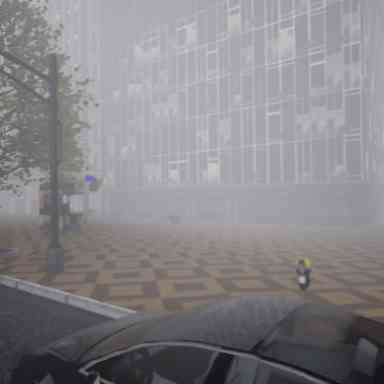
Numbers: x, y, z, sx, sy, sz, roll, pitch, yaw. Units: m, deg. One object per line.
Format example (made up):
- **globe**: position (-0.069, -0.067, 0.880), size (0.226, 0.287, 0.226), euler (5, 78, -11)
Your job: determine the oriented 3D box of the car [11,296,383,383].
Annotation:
- **car**: position (0.316, 1.580, 2.653), size (4.313, 1.339, 1.947), euler (-1, -1, 35)
